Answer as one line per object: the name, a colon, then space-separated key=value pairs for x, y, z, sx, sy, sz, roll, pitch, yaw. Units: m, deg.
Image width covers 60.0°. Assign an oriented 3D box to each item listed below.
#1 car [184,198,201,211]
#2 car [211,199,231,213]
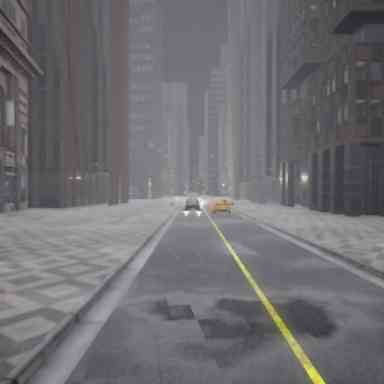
car: x=0.083 y=1.505 z=41.694 sx=1.882 sy=1.535 sz=5.008 roll=0 pitch=0 yaw=0
car: x=3.162 y=1.507 z=37.037 sx=1.882 sy=1.535 sz=5.008 roll=0 pitch=0 yaw=0
